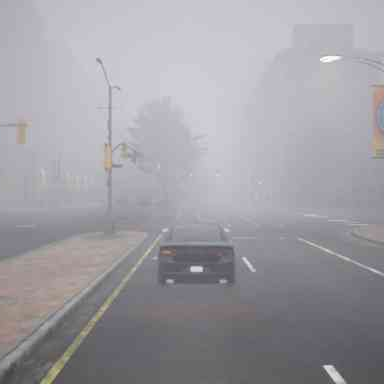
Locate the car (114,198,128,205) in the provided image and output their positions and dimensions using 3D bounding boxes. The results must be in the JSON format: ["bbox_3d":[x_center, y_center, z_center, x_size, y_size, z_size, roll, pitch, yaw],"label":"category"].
[{"bbox_3d":[-14.476,1.853,67.720,1.895,1.301,4.718,0,0,0],"label":"car"}]

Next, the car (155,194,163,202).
[{"bbox_3d":[-7.692,1.516,76.360,2.150,2.045,5.566,0,0,0],"label":"car"}]

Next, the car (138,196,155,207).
[{"bbox_3d":[-7.854,1.720,56.349,1.837,1.490,4.892,0,0,1],"label":"car"}]

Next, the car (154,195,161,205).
[{"bbox_3d":[-7.769,1.776,65.608,1.812,1.442,4.674,0,0,1],"label":"car"}]

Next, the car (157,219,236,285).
[{"bbox_3d":[0.122,1.515,9.678,1.882,1.535,5.008,0,0,1],"label":"car"}]
